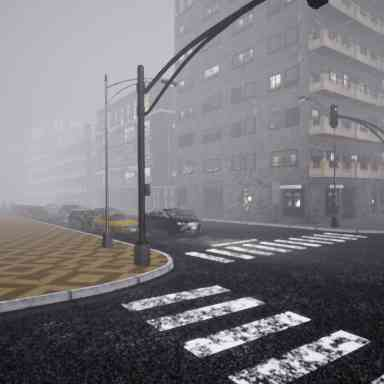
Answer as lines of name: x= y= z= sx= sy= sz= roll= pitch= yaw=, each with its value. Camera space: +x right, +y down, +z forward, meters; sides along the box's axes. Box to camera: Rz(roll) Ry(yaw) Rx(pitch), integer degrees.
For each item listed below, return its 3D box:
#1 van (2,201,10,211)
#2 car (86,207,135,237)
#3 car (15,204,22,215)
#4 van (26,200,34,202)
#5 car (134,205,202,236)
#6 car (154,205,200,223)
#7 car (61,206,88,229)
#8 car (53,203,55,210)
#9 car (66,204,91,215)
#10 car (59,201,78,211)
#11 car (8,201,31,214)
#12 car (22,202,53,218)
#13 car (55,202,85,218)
van: x=-31.636 y=2.432 z=57.373 sx=1.690 sy=1.788 sz=3.998 roll=-2 pitch=0 yaw=-36
car: x=-4.764 y=1.865 z=20.776 sx=1.752 sy=1.417 sz=4.829 roll=-2 pitch=0 yaw=-36
car: x=-21.592 y=2.392 z=43.700 sx=1.802 sy=1.307 sz=4.206 roll=-2 pitch=0 yaw=-36
van: x=-41.613 y=2.831 z=85.121 sx=1.690 sy=1.788 sz=3.998 roll=-2 pitch=0 yaw=-36
car: x=-1.339 y=1.772 z=20.502 sx=2.128 sy=1.511 sz=4.902 roll=-1 pitch=-1 yaw=-36
car: x=-1.456 y=1.915 z=30.430 sx=2.008 sy=1.369 sz=4.403 roll=-2 pitch=0 yaw=-36
car: x=-8.209 y=2.002 z=25.470 sx=1.947 sy=1.339 sz=4.313 roll=-2 pitch=0 yaw=-36
car: x=-23.805 y=2.517 z=56.526 sx=1.994 sy=1.385 sz=4.181 roll=-1 pitch=-1 yaw=-37
car: x=-15.532 y=2.322 z=45.252 sx=1.895 sy=1.301 sz=4.718 roll=-1 pitch=-1 yaw=-36
car: x=-21.534 y=2.366 z=57.775 sx=1.967 sy=1.590 sz=4.097 roll=-2 pitch=0 yaw=-36
car: x=-24.939 y=2.448 z=48.257 sx=1.887 sy=1.381 sz=4.507 roll=-2 pitch=0 yaw=-36
car: x=-18.247 y=2.261 z=39.142 sx=1.887 sy=1.381 sz=4.507 roll=-2 pitch=0 yaw=-36
car: x=-13.241 y=2.118 z=36.738 sx=1.837 sy=1.490 sz=4.892 roll=-1 pitch=-1 yaw=-36
